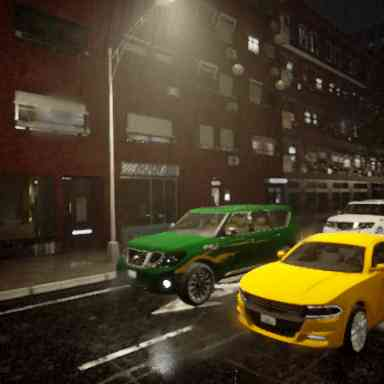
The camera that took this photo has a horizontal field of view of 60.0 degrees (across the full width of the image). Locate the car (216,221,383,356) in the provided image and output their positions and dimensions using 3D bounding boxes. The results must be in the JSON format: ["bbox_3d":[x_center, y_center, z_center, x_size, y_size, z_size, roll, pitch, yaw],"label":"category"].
[{"bbox_3d":[2.944,1.567,6.465,5.008,1.535,1.882,0,-2,-42],"label":"car"}]

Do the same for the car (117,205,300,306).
[{"bbox_3d":[0.807,1.394,8.902,5.566,2.045,2.150,0,-2,-41],"label":"car"}]

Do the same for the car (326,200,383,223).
[{"bbox_3d":[8.470,1.409,15.879,5.566,2.045,2.150,0,-2,-41],"label":"car"}]
